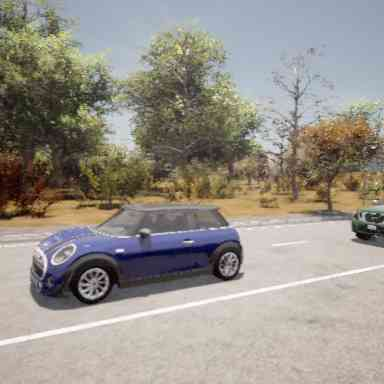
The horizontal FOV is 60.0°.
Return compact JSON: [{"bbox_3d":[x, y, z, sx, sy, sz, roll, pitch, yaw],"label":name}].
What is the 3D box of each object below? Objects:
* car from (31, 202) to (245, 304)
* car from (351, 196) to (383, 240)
[{"bbox_3d":[-1.056,1.055,7.436,4.553,1.767,2.097,0,2,-32],"label":"car"},{"bbox_3d":[8.979,0.957,13.578,5.566,2.045,2.150,0,2,-31],"label":"car"}]
